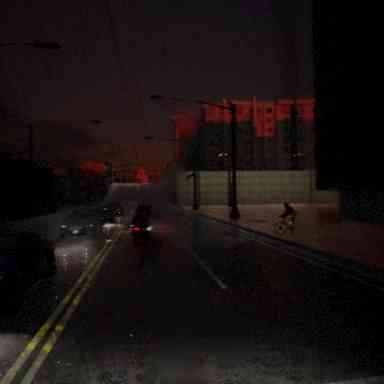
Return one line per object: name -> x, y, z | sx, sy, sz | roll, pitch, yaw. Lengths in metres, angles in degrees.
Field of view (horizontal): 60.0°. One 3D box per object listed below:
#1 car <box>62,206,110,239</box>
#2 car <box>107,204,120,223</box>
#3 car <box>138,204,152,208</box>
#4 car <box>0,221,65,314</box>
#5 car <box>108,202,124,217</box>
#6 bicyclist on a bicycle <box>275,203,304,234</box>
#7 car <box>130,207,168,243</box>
car -> -6.321, 1.806, 19.448 | 2.128, 1.511, 4.902 | -1, -1, -9
car -> -7.813, 2.022, 29.483 | 1.994, 1.385, 4.181 | -1, -1, -9
car -> -6.110, 2.195, 43.054 | 1.895, 1.301, 4.718 | -1, -1, -9
car -> -4.598, 1.674, 7.933 | 1.812, 1.442, 4.674 | -1, -1, -9
car -> -9.249, 1.951, 39.334 | 2.097, 1.767, 4.553 | -1, -1, -8
bicyclist on a bicycle -> 5.091, 1.409, 17.373 | 1.656, 1.620, 0.582 | -1, -1, -9
car -> -2.315, 1.776, 17.671 | 2.033, 1.411, 5.357 | -1, -1, -9
